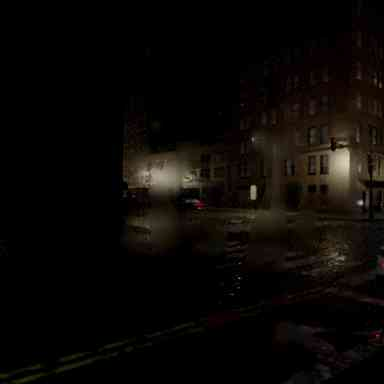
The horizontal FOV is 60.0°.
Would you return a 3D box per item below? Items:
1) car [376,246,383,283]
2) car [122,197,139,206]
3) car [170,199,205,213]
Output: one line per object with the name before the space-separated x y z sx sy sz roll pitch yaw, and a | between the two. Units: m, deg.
car | 6.279 1.525 8.604 4.674 1.442 1.812 -1 1 -45
car | -10.510 1.513 56.249 1.812 1.442 4.674 1 0 -35
car | -0.561 1.506 36.748 2.128 1.511 4.902 1 -1 -36
